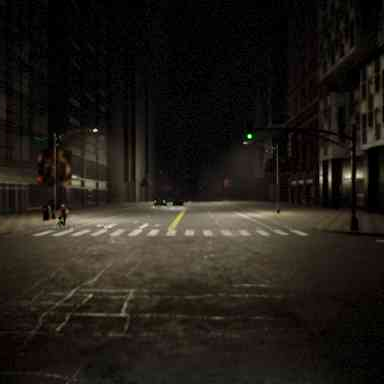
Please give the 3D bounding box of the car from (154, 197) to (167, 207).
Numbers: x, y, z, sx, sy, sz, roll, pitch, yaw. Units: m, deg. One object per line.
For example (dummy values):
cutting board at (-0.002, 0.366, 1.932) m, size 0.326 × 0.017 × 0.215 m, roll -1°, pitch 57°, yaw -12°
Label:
car at (-5.786, 1.779, 61.702) m, size 2.097 × 1.767 × 4.553 m, roll 0°, pitch 0°, yaw 1°

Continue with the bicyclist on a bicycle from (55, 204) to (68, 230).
bicyclist on a bicycle at (-8.426, 1.591, 21.642) m, size 0.866 × 1.612 × 1.509 m, roll 0°, pitch 0°, yaw 1°

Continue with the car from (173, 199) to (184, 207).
car at (-2.537, 2.019, 61.603) m, size 1.895 × 1.301 × 4.718 m, roll 0°, pitch 0°, yaw 1°
